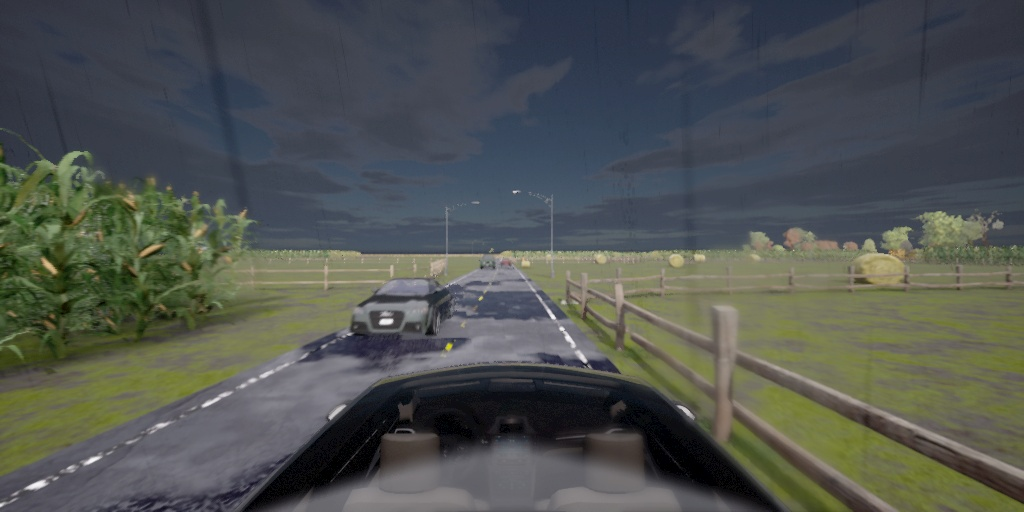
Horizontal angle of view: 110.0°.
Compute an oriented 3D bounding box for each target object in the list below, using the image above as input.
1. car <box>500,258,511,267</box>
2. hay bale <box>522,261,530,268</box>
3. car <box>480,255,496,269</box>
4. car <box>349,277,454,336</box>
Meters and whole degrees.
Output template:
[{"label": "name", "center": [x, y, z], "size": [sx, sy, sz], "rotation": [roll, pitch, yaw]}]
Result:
[{"label": "car", "center": [-1.096, 1.196, 65.139], "size": [1.812, 1.442, 4.674], "rotation": [0, 0, -2]}, {"label": "hay bale", "center": [2.245, 1.337, 57.938], "size": [1.220, 1.180, 1.240], "rotation": [0, 0, -2]}, {"label": "car", "center": [-3.572, 0.914, 53.396], "size": [2.150, 2.045, 5.566], "rotation": [0, 0, -1]}, {"label": "car", "center": [-2.884, 1.309, 10.200], "size": [1.994, 1.385, 4.181], "rotation": [0, 0, 0]}]
